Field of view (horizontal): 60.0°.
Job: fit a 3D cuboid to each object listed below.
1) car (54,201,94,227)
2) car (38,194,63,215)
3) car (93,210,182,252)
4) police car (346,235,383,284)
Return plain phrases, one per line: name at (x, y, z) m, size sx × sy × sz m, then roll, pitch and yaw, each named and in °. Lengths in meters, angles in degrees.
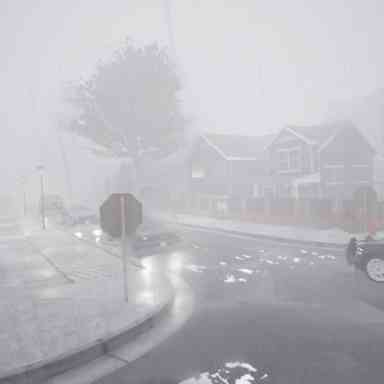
car at (-8.241, 1.595, 24.099) m, size 2.033 × 1.411 × 5.357 m, roll -3°, pitch 2°, yaw -31°
car at (-15.336, 1.260, 36.103) m, size 2.150 × 2.045 × 5.566 m, roll -3°, pitch 1°, yaw -29°
car at (-2.515, 1.614, 14.973) m, size 2.033 × 1.411 × 5.357 m, roll -3°, pitch 2°, yaw -32°
police car at (6.142, 1.425, 7.397) m, size 1.930 × 1.638 × 5.238 m, roll 0°, pitch 0°, yaw -34°
